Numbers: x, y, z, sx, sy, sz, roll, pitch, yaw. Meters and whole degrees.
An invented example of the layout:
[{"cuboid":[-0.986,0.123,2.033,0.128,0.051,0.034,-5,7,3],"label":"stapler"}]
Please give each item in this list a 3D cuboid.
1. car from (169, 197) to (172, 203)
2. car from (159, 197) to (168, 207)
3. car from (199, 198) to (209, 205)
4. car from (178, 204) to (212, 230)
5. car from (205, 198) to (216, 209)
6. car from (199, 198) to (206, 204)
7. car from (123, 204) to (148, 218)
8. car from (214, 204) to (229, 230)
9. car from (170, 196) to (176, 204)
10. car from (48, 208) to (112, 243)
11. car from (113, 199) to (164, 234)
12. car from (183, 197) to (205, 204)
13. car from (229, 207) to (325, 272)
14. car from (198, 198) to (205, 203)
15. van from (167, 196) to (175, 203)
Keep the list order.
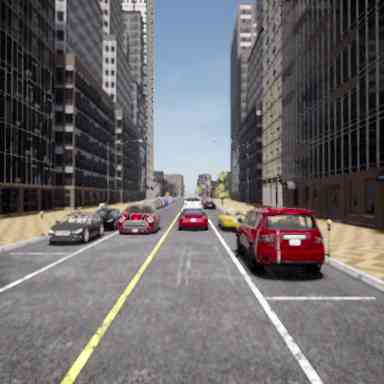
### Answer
[{"cuboid":[-5.702,2.169,68.012,1.802,1.307,4.206,0,0,0],"label":"car"},{"cuboid":[-5.699,2.038,56.628,1.887,1.381,4.507,0,0,0],"label":"car"},{"cuboid":[2.678,2.073,73.692,1.967,1.590,4.097,0,0,0],"label":"car"},{"cuboid":[0.095,1.771,22.976,1.994,1.385,4.181,0,0,0],"label":"car"},{"cuboid":[2.682,2.011,50.925,1.947,1.339,4.313,0,0,0],"label":"car"},{"cuboid":[2.675,2.306,85.075,1.802,1.307,4.206,0,0,0],"label":"car"},{"cuboid":[-5.694,1.884,33.858,1.802,1.307,4.206,0,0,0],"label":"car"},{"cuboid":[2.689,1.730,22.635,1.752,1.417,4.829,0,-1,0],"label":"car"},{"cuboid":[-5.705,2.165,85.088,1.967,1.590,4.097,0,0,0],"label":"car"},{"cuboid":[-5.690,1.704,16.783,2.008,1.369,4.403,0,-1,0],"label":"car"},{"cuboid":[-3.104,1.537,20.433,2.097,1.767,4.553,0,0,0],"label":"car"},{"cuboid":[0.093,1.581,40.785,2.150,2.045,5.566,0,-1,0],"label":"car"},{"cuboid":[2.693,1.417,11.084,2.192,1.841,5.009,0,-1,0],"label":"car"},{"cuboid":[2.673,2.295,90.937,1.752,1.417,4.829,0,0,0],"label":"car"},{"cuboid":[-5.706,2.111,90.782,1.690,1.788,3.998,0,0,0],"label":"van"}]
